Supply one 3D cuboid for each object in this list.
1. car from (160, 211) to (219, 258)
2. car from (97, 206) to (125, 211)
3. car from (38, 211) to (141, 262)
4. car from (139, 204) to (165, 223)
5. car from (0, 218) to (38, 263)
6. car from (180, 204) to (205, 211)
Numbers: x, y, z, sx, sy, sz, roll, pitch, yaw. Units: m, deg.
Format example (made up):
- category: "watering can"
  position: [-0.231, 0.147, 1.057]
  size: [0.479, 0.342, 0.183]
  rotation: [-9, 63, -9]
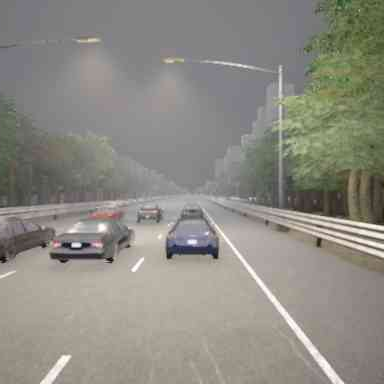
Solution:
- category: "car"
  position: [0.029, 1.696, 13.401]
  size: [1.994, 1.385, 4.181]
  rotation: [0, 0, 1]
- category: "car"
  position: [-6.966, 1.868, 28.247]
  size: [1.895, 1.301, 4.718]
  rotation: [0, 0, 1]
- category: "car"
  position: [-3.479, 1.671, 12.532]
  size: [2.033, 1.411, 5.357]
  rotation: [0, -1, 0]
- category: "car"
  position: [-3.462, 1.762, 28.500]
  size: [2.128, 1.511, 4.902]
  rotation: [0, 0, 1]
- category: "car"
  position: [-6.983, 1.671, 12.525]
  size: [2.033, 1.411, 5.357]
  rotation: [0, -1, 0]
- category: "car"
  position: [0.038, 1.776, 28.492]
  size: [1.837, 1.490, 4.892]
  rotation: [0, 0, 1]
